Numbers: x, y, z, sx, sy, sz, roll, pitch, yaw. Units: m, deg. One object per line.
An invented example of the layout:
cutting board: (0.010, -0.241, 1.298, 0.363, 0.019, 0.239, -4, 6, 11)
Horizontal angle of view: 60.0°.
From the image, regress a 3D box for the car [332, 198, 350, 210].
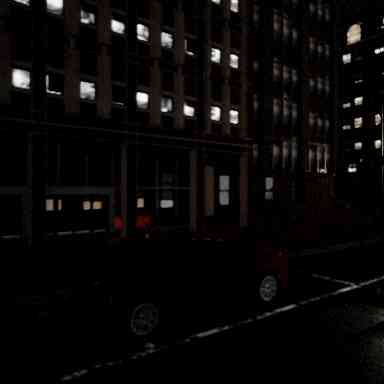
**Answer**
car: (16.133, 1.380, 39.284, 1.752, 1.417, 4.829, 0, 0, -36)

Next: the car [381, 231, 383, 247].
car: (9.255, 1.531, 13.160, 4.313, 1.339, 1.947, 0, 0, -36)

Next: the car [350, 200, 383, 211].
car: (19.334, 1.447, 34.821, 1.802, 1.307, 4.206, 0, 0, -36)

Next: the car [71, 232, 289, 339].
car: (-0.006, 1.536, 6.552, 4.507, 1.381, 1.887, 0, 0, -36)

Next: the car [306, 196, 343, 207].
car: (19.443, 1.391, 49.047, 1.752, 1.417, 4.829, 0, 0, -36)
